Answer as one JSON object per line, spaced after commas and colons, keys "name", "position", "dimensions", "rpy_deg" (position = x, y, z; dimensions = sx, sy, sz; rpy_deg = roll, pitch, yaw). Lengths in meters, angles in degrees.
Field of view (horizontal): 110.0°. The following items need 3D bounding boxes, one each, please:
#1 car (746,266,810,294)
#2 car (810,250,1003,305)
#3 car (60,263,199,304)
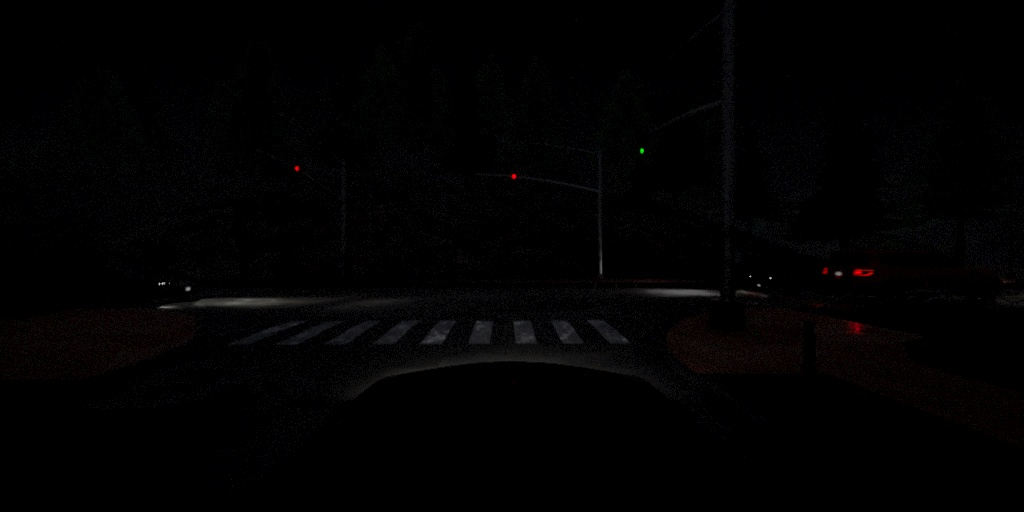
{"name": "car", "position": [14.428, 1.136, 17.778], "dimensions": [4.718, 1.301, 1.895], "rpy_deg": [0, 0, 0]}
{"name": "car", "position": [15.565, 0.770, 14.175], "dimensions": [5.566, 2.045, 2.150], "rpy_deg": [0, 0, 0]}
{"name": "car", "position": [-15.255, 1.038, 14.183], "dimensions": [4.902, 1.511, 2.128], "rpy_deg": [0, 0, 0]}
